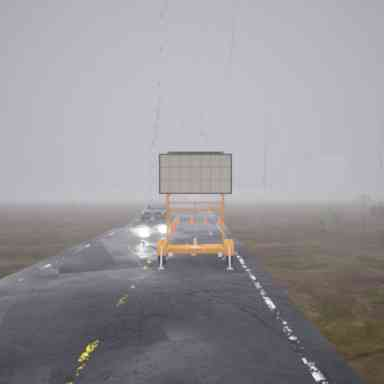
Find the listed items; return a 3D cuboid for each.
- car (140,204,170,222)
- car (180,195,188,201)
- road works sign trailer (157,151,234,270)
[{"bbox_3d":[-2.821,1.601,26.054,1.895,1.301,4.718,0,0,1],"label":"car"},{"bbox_3d":[-2.055,1.508,88.197,1.837,1.490,4.892,0,0,1],"label":"car"},{"bbox_3d":[0.115,0.464,11.066,2.380,3.560,2.880,0,0,1],"label":"road works sign trailer"}]
